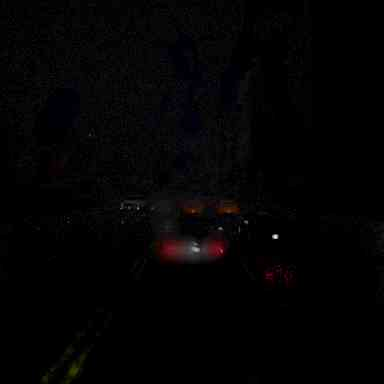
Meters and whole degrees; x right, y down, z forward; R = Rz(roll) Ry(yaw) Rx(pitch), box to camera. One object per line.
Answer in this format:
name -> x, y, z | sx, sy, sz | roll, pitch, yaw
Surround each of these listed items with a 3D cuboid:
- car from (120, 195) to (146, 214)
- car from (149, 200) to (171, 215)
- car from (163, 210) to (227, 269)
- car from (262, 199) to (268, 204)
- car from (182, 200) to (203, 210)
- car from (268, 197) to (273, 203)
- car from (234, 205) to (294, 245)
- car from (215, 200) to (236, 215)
car -> -6.603, 1.310, 37.826 | 2.150, 2.045, 5.566 | 0, 0, 0
car -> -3.354, 1.610, 35.831 | 1.812, 1.442, 4.674 | 0, 0, 0
car -> 0.082, 1.578, 11.237 | 2.033, 1.411, 5.357 | 0, 0, 0
car -> 16.360, 1.733, 67.449 | 4.313, 1.339, 1.947 | 0, 0, 0
car -> 0.086, 1.555, 32.329 | 1.882, 1.535, 5.008 | 0, 0, 0
car -> 16.367, 1.684, 59.424 | 4.206, 1.307, 1.802 | 0, 0, 0
car -> 3.339, 1.545, 15.714 | 1.837, 1.490, 4.892 | 0, 0, 0
car -> 3.337, 1.555, 32.356 | 1.882, 1.535, 5.008 | 0, 0, 0
